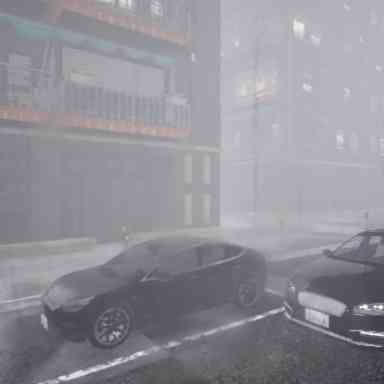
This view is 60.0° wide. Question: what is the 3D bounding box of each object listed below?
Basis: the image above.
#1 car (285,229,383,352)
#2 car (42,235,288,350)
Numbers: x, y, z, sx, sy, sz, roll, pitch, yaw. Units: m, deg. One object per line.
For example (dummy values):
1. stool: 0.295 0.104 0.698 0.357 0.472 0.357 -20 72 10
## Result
1. car: 3.725 1.469 6.034 4.902 1.511 2.128 0 0 -35
2. car: -0.436 1.555 6.247 4.313 1.339 1.947 0 0 -36
